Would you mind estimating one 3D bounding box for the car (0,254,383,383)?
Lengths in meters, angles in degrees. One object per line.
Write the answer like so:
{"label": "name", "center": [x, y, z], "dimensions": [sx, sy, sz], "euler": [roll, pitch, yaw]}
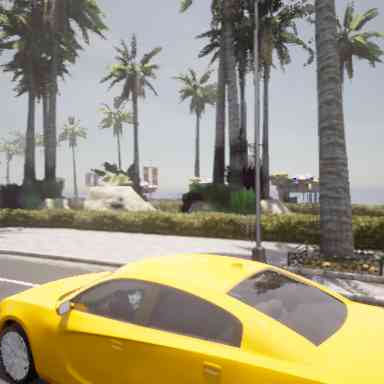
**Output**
{"label": "car", "center": [-0.233, 1.485, 3.801], "dimensions": [5.008, 1.535, 1.882], "euler": [-1, 0, 33]}
